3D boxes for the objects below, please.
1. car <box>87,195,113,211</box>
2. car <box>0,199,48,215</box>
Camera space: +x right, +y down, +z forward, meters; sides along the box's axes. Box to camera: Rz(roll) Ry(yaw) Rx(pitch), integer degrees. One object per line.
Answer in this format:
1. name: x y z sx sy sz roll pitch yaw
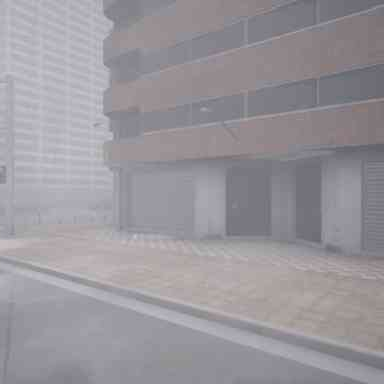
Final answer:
1. car: -10.518 1.505 40.963 1.837 1.490 4.892 0 0 37
2. car: -16.770 1.505 32.710 1.837 1.490 4.892 0 0 37
